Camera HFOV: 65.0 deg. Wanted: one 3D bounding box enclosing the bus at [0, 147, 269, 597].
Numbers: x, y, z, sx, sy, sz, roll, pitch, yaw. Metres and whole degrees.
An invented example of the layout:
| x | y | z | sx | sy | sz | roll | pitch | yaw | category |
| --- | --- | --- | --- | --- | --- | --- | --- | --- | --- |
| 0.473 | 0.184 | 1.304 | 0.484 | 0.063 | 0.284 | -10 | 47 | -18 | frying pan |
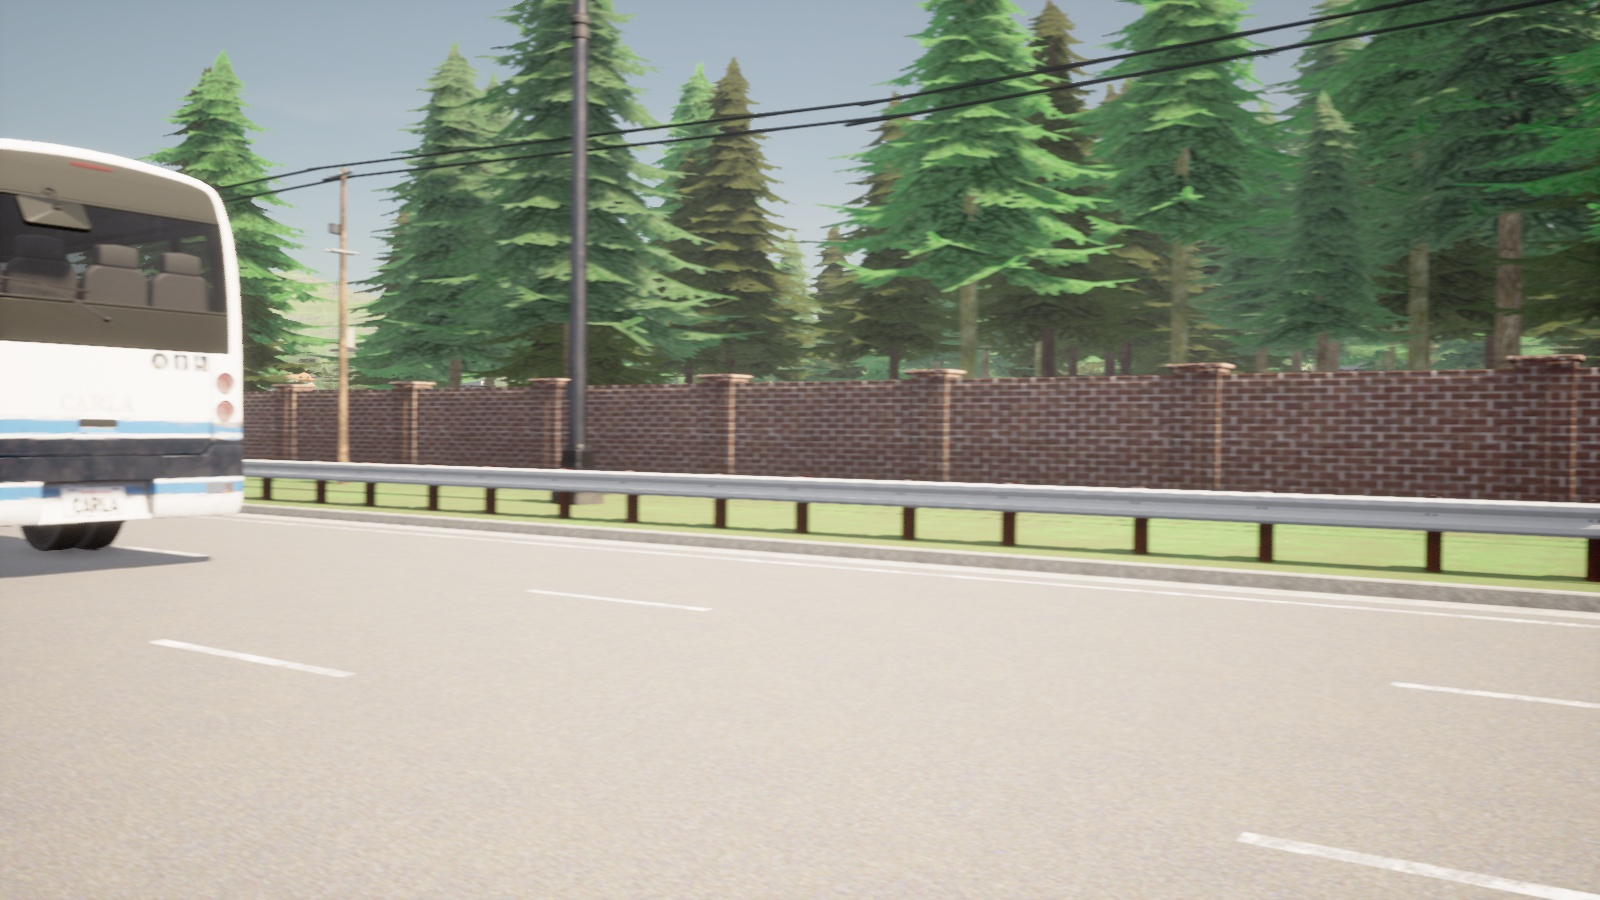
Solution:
| x | y | z | sx | sy | sz | roll | pitch | yaw | category |
| --- | --- | --- | --- | --- | --- | --- | --- | --- | --- |
| -11.388 | -0.750 | 15.364 | 10.273 | 4.253 | 3.944 | 0 | 1 | 34 | bus |
